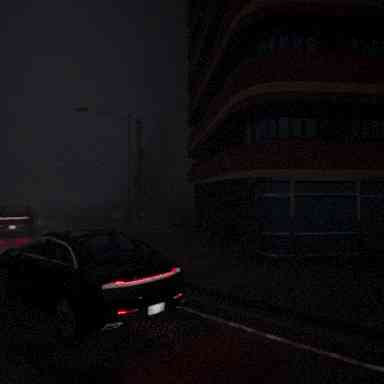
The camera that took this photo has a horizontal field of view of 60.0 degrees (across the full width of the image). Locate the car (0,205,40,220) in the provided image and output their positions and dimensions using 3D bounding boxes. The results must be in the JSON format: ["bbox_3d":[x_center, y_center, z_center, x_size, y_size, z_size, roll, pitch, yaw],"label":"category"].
[{"bbox_3d":[-9.596,1.487,18.344,2.128,1.511,4.902,0,0,-22],"label":"car"}]

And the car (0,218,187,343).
[{"bbox_3d":[-2.251,1.491,6.565,4.902,1.511,2.128,0,0,44],"label":"car"}]
